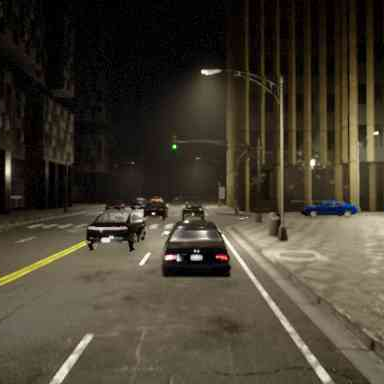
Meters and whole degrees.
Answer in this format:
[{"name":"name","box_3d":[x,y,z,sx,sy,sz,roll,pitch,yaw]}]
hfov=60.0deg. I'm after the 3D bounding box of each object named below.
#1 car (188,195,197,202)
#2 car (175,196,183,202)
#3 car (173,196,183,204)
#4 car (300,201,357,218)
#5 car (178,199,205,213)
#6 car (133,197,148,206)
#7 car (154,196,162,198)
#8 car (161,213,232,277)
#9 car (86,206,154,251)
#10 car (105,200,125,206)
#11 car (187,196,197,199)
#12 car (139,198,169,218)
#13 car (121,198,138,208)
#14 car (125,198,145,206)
[{"name":"car","box_3d":[0.043,1.646,83.191,2.128,1.511,4.902,0,0,0]},{"name":"car","box_3d":[-3.207,1.716,83.223,1.895,1.301,4.718,0,0,0]},{"name":"car","box_3d":[-3.213,1.779,72.770,2.128,1.511,4.902,0,0,0]},{"name":"car","box_3d":[12.550,1.566,30.777,5.008,1.535,1.882,0,-1,1]},{"name":"car","box_3d":[0.108,1.635,29.697,2.128,1.511,4.902,0,0,0]},{"name":"car","box_3d":[-9.734,1.786,63.228,2.033,1.411,5.357,0,0,0]},{"name":"car","box_3d":[-6.503,1.588,61.979,2.097,1.767,4.553,0,0,1]},{"name":"car","box_3d":[0.103,1.604,10.336,2.033,1.411,5.357,0,0,0]},{"name":"car","box_3d":[-3.142,1.567,14.565,2.128,1.511,4.902,0,0,0]},{"name":"car","box_3d":[-9.823,1.713,42.768,1.812,1.442,4.674,0,0,0]},{"name":"car","box_3d":[0.037,1.754,72.768,1.837,1.490,4.892,0,0,0]},{"name":"car","box_3d":[-3.135,1.620,29.627,1.882,1.535,5.008,0,0,0]},{"name":"car","box_3d":[-9.807,1.739,52.741,1.812,1.442,4.674,0,0,0]},{"name":"car","box_3d":[-6.576,1.677,42.155,2.128,1.511,4.902,0,0,0]}]
